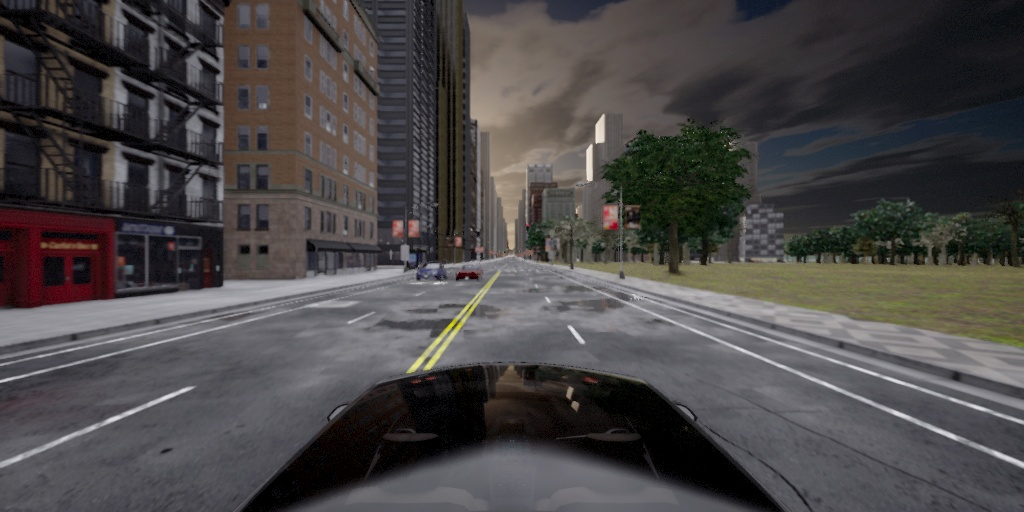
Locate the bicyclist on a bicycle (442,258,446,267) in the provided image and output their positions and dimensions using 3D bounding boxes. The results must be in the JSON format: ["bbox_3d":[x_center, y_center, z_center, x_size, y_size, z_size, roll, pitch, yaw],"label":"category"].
[{"bbox_3d":[-8.728,1.120,45.854,0.659,1.776,1.843,0,0,0],"label":"bicyclist on a bicycle"}]

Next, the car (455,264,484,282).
[{"bbox_3d":[-3.333,1.350,28.750,1.895,1.301,4.718,0,0,0],"label":"car"}]

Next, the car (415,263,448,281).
[{"bbox_3d":[-6.579,1.275,29.753,1.812,1.442,4.674,0,0,0],"label":"car"}]
